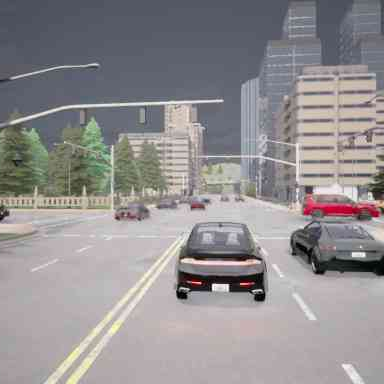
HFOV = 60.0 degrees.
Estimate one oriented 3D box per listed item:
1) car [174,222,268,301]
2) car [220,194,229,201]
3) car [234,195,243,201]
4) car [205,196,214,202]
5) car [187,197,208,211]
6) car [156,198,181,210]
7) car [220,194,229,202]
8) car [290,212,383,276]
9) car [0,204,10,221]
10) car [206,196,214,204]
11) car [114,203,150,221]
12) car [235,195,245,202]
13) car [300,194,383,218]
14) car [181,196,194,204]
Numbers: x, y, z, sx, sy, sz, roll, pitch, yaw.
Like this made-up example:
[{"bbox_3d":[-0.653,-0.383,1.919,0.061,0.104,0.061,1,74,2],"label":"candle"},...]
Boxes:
[{"bbox_3d":[0.710,1.492,8.339,2.128,1.511,4.902,0,0,5],"label":"car"},{"bbox_3d":[8.409,1.353,85.751,2.097,1.767,4.553,0,0,5],"label":"car"},{"bbox_3d":[11.896,1.537,85.447,2.033,1.411,5.357,0,0,5],"label":"car"},{"bbox_3d":[4.002,1.593,76.479,1.895,1.301,4.718,0,0,5],"label":"car"},{"bbox_3d":[0.727,1.601,41.726,1.895,1.301,4.718,0,0,3],"label":"car"},{"bbox_3d":[-3.140,1.564,42.751,1.994,1.385,4.181,0,0,11],"label":"car"},{"bbox_3d":[7.612,1.549,77.449,1.994,1.385,4.181,0,0,5],"label":"car"},{"bbox_3d":[4.404,1.564,10.446,1.994,1.385,4.181,0,0,5],"label":"car"},{"bbox_3d":[-16.619,1.221,24.784,5.566,2.045,2.150,0,0,7],"label":"car"},{"bbox_3d":[2.496,1.601,61.445,1.895,1.301,4.718,0,0,6],"label":"car"},{"bbox_3d":[-4.739,1.564,26.808,1.994,1.385,4.181,0,0,7],"label":"car"},{"bbox_3d":[11.002,1.591,76.141,1.895,1.301,4.718,0,0,5],"label":"car"},{"bbox_3d":[11.341,1.221,25.896,5.566,2.045,2.150,0,1,17],"label":"car"},{"bbox_3d":[-1.242,1.564,59.278,1.994,1.385,4.181,0,0,6],"label":"car"}]
